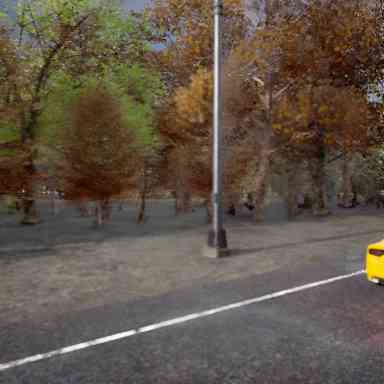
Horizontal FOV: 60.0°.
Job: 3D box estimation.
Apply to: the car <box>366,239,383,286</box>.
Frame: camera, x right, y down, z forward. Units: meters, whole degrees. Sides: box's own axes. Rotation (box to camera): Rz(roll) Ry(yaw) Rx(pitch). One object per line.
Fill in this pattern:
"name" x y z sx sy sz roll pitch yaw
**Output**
"car" 6.307 1.508 8.253 5.008 1.535 1.882 0 0 -35
